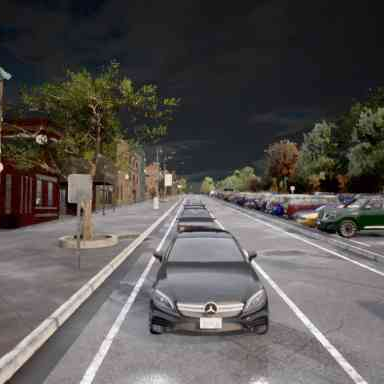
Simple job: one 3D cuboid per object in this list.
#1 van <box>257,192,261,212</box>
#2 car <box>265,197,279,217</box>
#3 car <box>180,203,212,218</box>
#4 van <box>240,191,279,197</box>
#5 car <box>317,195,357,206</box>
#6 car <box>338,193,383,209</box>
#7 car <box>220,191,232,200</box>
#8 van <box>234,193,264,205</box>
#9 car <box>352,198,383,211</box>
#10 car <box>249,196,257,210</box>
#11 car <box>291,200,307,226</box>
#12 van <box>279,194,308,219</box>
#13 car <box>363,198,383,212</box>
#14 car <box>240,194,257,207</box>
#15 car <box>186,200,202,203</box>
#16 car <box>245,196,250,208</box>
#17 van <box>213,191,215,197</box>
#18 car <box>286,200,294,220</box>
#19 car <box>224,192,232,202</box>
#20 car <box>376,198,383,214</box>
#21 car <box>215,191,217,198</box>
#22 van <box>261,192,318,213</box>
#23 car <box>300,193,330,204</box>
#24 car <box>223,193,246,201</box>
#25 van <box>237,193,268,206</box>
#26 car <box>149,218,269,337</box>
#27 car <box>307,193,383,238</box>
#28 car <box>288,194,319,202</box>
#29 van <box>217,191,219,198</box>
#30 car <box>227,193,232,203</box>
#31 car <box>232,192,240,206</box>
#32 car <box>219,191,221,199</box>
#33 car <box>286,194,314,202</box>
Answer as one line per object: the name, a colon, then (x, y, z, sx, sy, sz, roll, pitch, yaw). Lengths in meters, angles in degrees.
van: (9.276, 1.221, 33.885, 4.442, 1.987, 1.878, 0, 0, 0)
car: (9.194, 1.459, 28.276, 5.008, 1.535, 2.097, 0, 0, 0)
car: (0.193, 1.532, 17.436, 2.033, 1.411, 5.357, 0, 0, 0)
van: (9.196, 1.162, 45.106, 4.442, 1.987, 1.878, 0, 0, 0)
car: (22.301, 1.331, 51.341, 5.366, 1.575, 1.946, 0, 1, 0)
car: (22.146, 1.152, 43.011, 5.566, 2.045, 2.435, 0, 0, 0)
car: (8.911, 0.962, 64.724, 5.566, 2.045, 2.435, 0, 1, 0)
van: (9.136, 1.087, 53.513, 4.442, 1.987, 1.878, 0, 1, 0)
car: (22.223, 1.451, 40.238, 4.792, 1.488, 2.163, 0, 0, 0)
car: (9.169, 1.469, 36.688, 4.792, 1.488, 2.163, 0, 0, 0)
car: (9.074, 1.465, 19.866, 5.366, 1.575, 1.946, 0, 0, 0)
van: (9.336, 1.237, 25.474, 4.442, 1.987, 1.878, 0, 0, 0)
car: (22.184, 1.468, 37.455, 4.792, 1.488, 2.163, 0, 0, 0)
car: (9.106, 1.408, 42.299, 4.892, 1.521, 2.231, 0, 0, 0)
car: (0.219, 1.442, 29.889, 2.128, 1.511, 4.902, 0, 0, 0)
car: (9.117, 1.465, 39.496, 4.674, 1.452, 2.002, 0, 0, 0)
van: (8.643, 0.762, 89.952, 4.442, 1.987, 1.878, 0, 1, 0)
car: (9.242, 1.506, 22.670, 4.674, 1.452, 2.002, 0, 0, 0)
car: (8.957, 1.278, 61.924, 4.674, 1.452, 2.002, 0, 1, 0)
car: (22.418, 1.443, 34.684, 5.366, 1.575, 1.946, 0, 0, 0)
car: (8.814, 1.063, 81.545, 5.008, 1.535, 2.097, 0, 1, 0)
van: (9.063, 1.229, 31.082, 4.442, 1.987, 1.878, 0, 0, 0)
car: (22.087, 1.134, 59.667, 4.553, 1.767, 2.185, 0, 1, 0)
car: (8.868, 1.037, 70.332, 4.553, 1.767, 2.185, 0, 1, 0)
van: (9.156, 1.112, 50.710, 4.442, 1.987, 1.878, 0, 1, 0)
car: (0.252, 1.524, 6.857, 1.812, 1.442, 4.674, 0, 0, 0)
car: (9.251, 1.220, 17.063, 5.566, 2.045, 2.435, 0, 0, 0)
car: (21.831, 1.207, 65.217, 5.366, 1.575, 1.946, 0, 1, 0)
van: (8.723, 0.862, 78.739, 4.442, 1.987, 1.878, 0, 1, 0)
car: (8.993, 1.289, 56.318, 4.892, 1.521, 2.231, 0, 1, 0)
car: (9.031, 1.112, 47.905, 5.566, 2.045, 2.435, 0, 1, 0)
car: (8.891, 0.937, 67.528, 5.566, 2.045, 2.435, 0, 1, 0)
car: (22.002, 1.186, 67.995, 4.892, 1.521, 2.231, 0, 1, 0)
